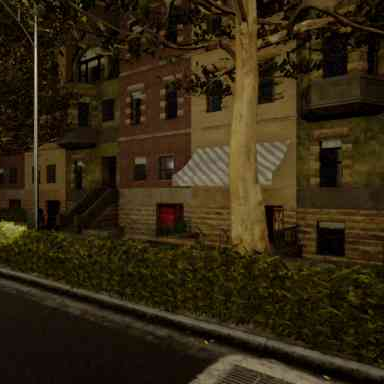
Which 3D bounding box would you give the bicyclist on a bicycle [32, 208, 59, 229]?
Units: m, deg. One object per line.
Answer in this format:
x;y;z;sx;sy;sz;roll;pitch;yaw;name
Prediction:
-4.728;1.339;10.516;0.582;1.620;1.656;0;-4;34;bicyclist on a bicycle
